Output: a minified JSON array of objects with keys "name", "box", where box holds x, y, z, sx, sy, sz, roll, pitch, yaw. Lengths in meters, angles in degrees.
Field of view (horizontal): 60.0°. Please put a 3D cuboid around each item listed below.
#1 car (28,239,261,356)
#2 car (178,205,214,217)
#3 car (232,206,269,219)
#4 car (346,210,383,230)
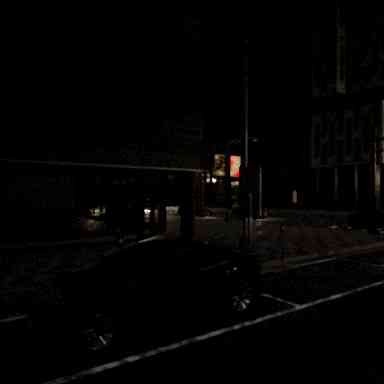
[{"name":"car","box":[-0.585,1.600,6.125,4.313,1.339,1.947,1,-1,-36]},{"name":"car","box":[0.328,2.258,40.342,2.033,1.411,5.357,0,-1,-36]},{"name":"car","box":[6.514,2.173,37.296,1.812,1.442,4.674,0,-1,-36]},{"name":"car","box":[12.968,1.942,22.722,1.812,1.442,4.674,0,-1,-36]}]
